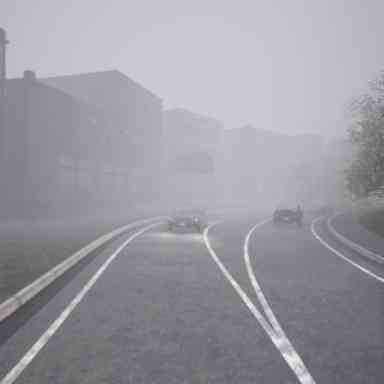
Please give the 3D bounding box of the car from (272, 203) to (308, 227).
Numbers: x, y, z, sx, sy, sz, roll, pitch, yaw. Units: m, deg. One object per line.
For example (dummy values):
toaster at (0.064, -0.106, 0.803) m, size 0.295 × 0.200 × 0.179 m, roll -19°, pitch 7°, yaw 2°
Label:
car at (6.924, 1.546, 23.627) m, size 1.882 × 1.535 × 5.008 m, roll 1°, pitch 0°, yaw 21°

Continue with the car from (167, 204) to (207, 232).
car at (-0.168, 1.454, 19.874) m, size 1.812 × 1.442 × 4.674 m, roll 1°, pitch 0°, yaw 9°

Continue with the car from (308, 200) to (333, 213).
car at (14.351, 1.573, 37.289) m, size 1.812 × 1.442 × 4.674 m, roll 1°, pitch 1°, yaw 37°
